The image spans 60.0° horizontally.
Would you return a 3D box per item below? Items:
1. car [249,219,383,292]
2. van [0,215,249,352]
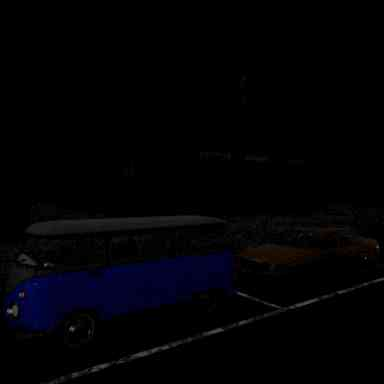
[{"bbox_3d":[3.216,1.525,8.927,4.829,1.417,1.752,0,0,-35],"label":"car"},{"bbox_3d":[-1.079,1.341,5.877,3.998,1.788,1.690,0,0,-35],"label":"van"}]
